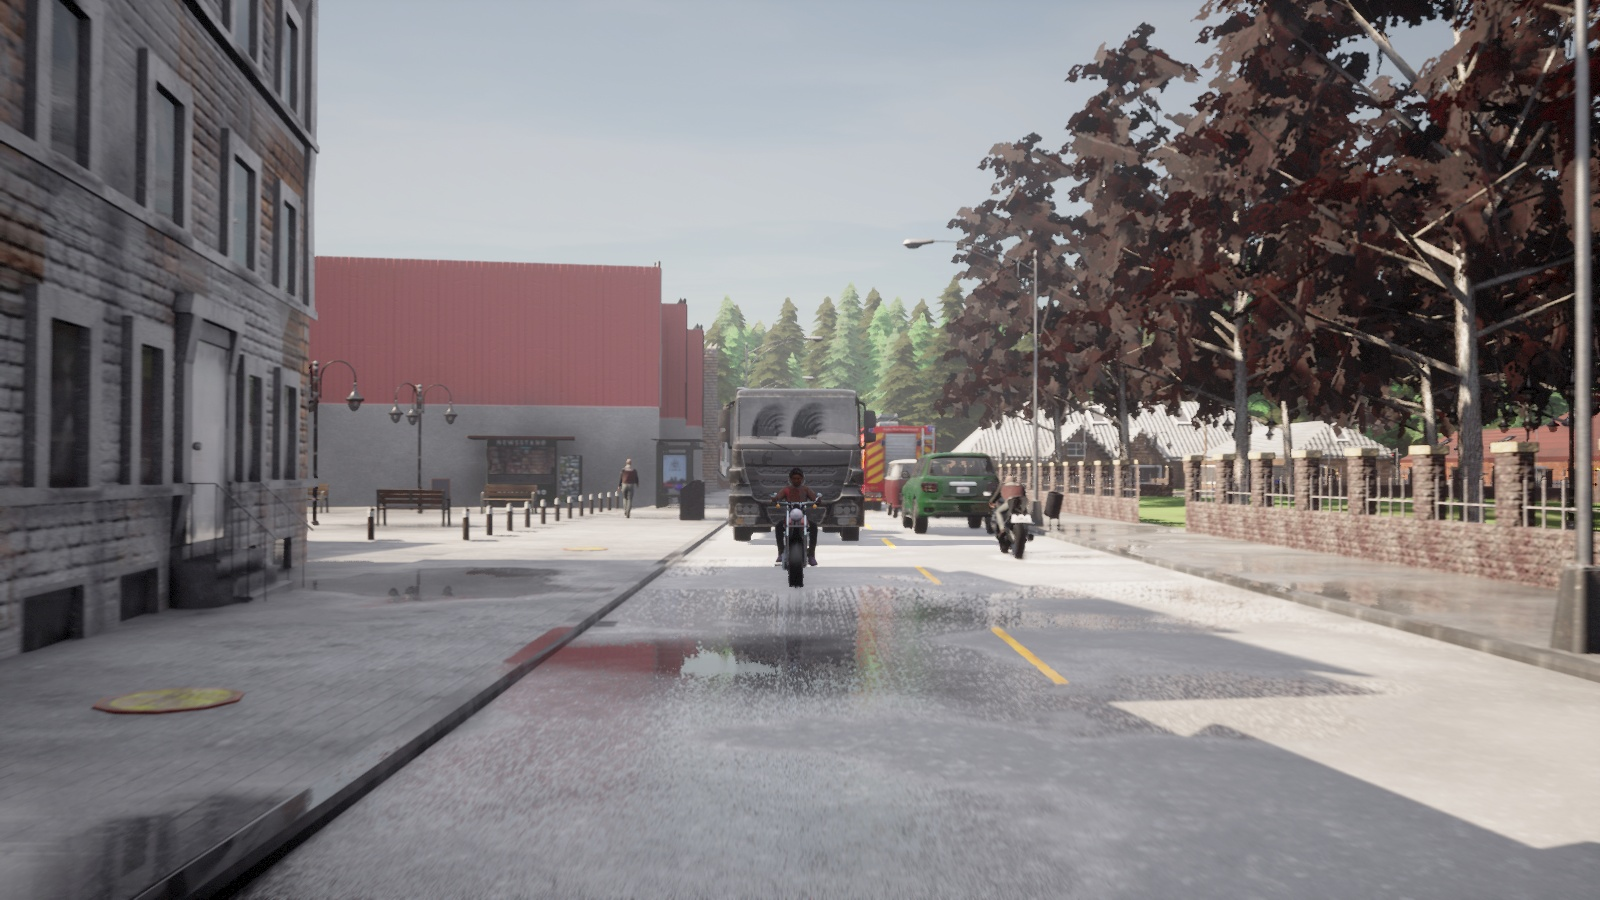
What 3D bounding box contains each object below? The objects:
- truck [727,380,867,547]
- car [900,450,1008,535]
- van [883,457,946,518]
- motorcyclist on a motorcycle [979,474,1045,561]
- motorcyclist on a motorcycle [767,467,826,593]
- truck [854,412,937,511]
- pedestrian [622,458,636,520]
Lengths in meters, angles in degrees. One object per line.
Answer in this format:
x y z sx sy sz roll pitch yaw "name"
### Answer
-0.069 0.337 30.078 2.891 3.462 7.936 0 -1 0 "truck"
3.932 1.071 33.037 2.150 2.045 5.566 0 -1 0 "car"
3.920 1.280 43.513 1.775 1.987 4.442 0 -1 0 "van"
3.944 1.228 23.523 0.866 1.530 2.191 0 -1 0 "motorcyclist on a motorcycle"
-0.043 1.060 17.621 0.766 1.649 2.350 0 -1 0 "motorcyclist on a motorcycle"
3.907 0.524 53.158 2.891 3.827 8.468 0 -1 0 "truck"
-5.201 1.184 38.192 0.376 1.854 0.720 0 -1 -5 "pedestrian"
